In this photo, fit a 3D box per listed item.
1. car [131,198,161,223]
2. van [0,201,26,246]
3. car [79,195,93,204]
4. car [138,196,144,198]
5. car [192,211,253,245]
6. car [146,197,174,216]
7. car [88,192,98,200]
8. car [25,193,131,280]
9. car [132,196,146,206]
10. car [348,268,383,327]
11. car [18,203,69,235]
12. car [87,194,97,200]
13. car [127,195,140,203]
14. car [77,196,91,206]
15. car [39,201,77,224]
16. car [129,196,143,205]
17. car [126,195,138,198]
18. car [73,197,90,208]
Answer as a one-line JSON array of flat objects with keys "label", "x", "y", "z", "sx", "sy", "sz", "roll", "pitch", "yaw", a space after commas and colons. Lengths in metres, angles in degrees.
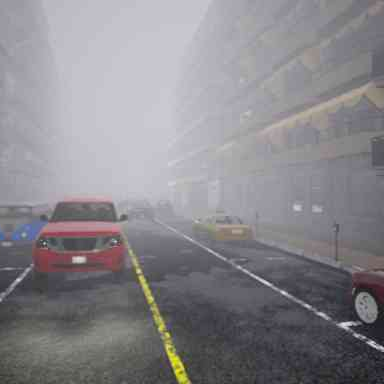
[{"label": "car", "x": -3.965, "y": 1.457, "z": 25.234, "sx": 2.128, "sy": 1.511, "sz": 4.902, "roll": 1, "pitch": 0, "yaw": -14}, {"label": "van", "x": -6.832, "y": 1.255, "z": 13.394, "sx": 1.690, "sy": 1.788, "sz": 3.998, "roll": 2, "pitch": 0, "yaw": -14}, {"label": "car", "x": -18.184, "y": 1.319, "z": 57.321, "sx": 2.008, "sy": 1.369, "sz": 4.403, "roll": 2, "pitch": 0, "yaw": -14}, {"label": "car", "x": -7.216, "y": 1.368, "z": 48.373, "sx": 1.967, "sy": 1.590, "sz": 4.097, "roll": 2, "pitch": 0, "yaw": -14}, {"label": "car", "x": 1.248, "y": 1.560, "z": 15.594, "sx": 1.752, "sy": 1.417, "sz": 4.829, "roll": 2, "pitch": 0, "yaw": -14}, {"label": "car", "x": -2.962, "y": 1.424, "z": 31.902, "sx": 1.967, "sy": 1.590, "sz": 4.097, "roll": 2, "pitch": 0, "yaw": -14}, {"label": "car", "x": -25.267, "y": 0.980, "z": 84.776, "sx": 2.192, "sy": 1.841, "sz": 5.009, "roll": 2, "pitch": 0, "yaw": -14}, {"label": "car", "x": -3.263, "y": 1.184, "z": 10.274, "sx": 2.150, "sy": 2.045, "sz": 5.566, "roll": 1, "pitch": 0, "yaw": -15}, {"label": "car", "x": -8.637, "y": 1.454, "z": 53.864, "sx": 1.887, "sy": 1.381, "sz": 4.507, "roll": 2, "pitch": 0, "yaw": -14}, {"label": "car", "x": 4.126, "y": 1.610, "z": 4.448, "sx": 1.887, "sy": 1.381, "sz": 4.507, "roll": 2, "pitch": 0, "yaw": -14}, {"label": "car", "x": -8.256, "y": 1.442, "z": 18.883, "sx": 1.887, "sy": 1.381, "sz": 4.507, "roll": 2, "pitch": 0, "yaw": -14}, {"label": "car", "x": -23.856, "y": 1.237, "z": 79.285, "sx": 2.008, "sy": 1.369, "sz": 4.403, "roll": 2, "pitch": 0, "yaw": -14}, {"label": "car", "x": -11.473, "y": 1.420, "z": 64.845, "sx": 2.008, "sy": 1.369, "sz": 4.403, "roll": 2, "pitch": 0, "yaw": -14}, {"label": "car", "x": -16.723, "y": 1.314, "z": 51.666, "sx": 1.752, "sy": 1.417, "sz": 4.829, "roll": 2, "pitch": 0, "yaw": -14}, {"label": "car", "x": -9.675, "y": 1.431, "z": 24.375, "sx": 2.008, "sy": 1.369, "sz": 4.403, "roll": 2, "pitch": 0, "yaw": -14}, {"label": "car", "x": -10.055, "y": 1.440, "z": 59.354, "sx": 2.008, "sy": 1.369, "sz": 4.403, "roll": 2, "pitch": 0, "yaw": -14}, {"label": "car", "x": -8.405, "y": 1.470, "z": 42.467, "sx": 1.994, "sy": 1.385, "sz": 4.181, "roll": 1, "pitch": 0, "yaw": -14}, {"label": "car", "x": -15.348, "y": 1.373, "z": 46.340, "sx": 1.947, "sy": 1.339, "sz": 4.313, "roll": 2, "pitch": 0, "yaw": -14}]
